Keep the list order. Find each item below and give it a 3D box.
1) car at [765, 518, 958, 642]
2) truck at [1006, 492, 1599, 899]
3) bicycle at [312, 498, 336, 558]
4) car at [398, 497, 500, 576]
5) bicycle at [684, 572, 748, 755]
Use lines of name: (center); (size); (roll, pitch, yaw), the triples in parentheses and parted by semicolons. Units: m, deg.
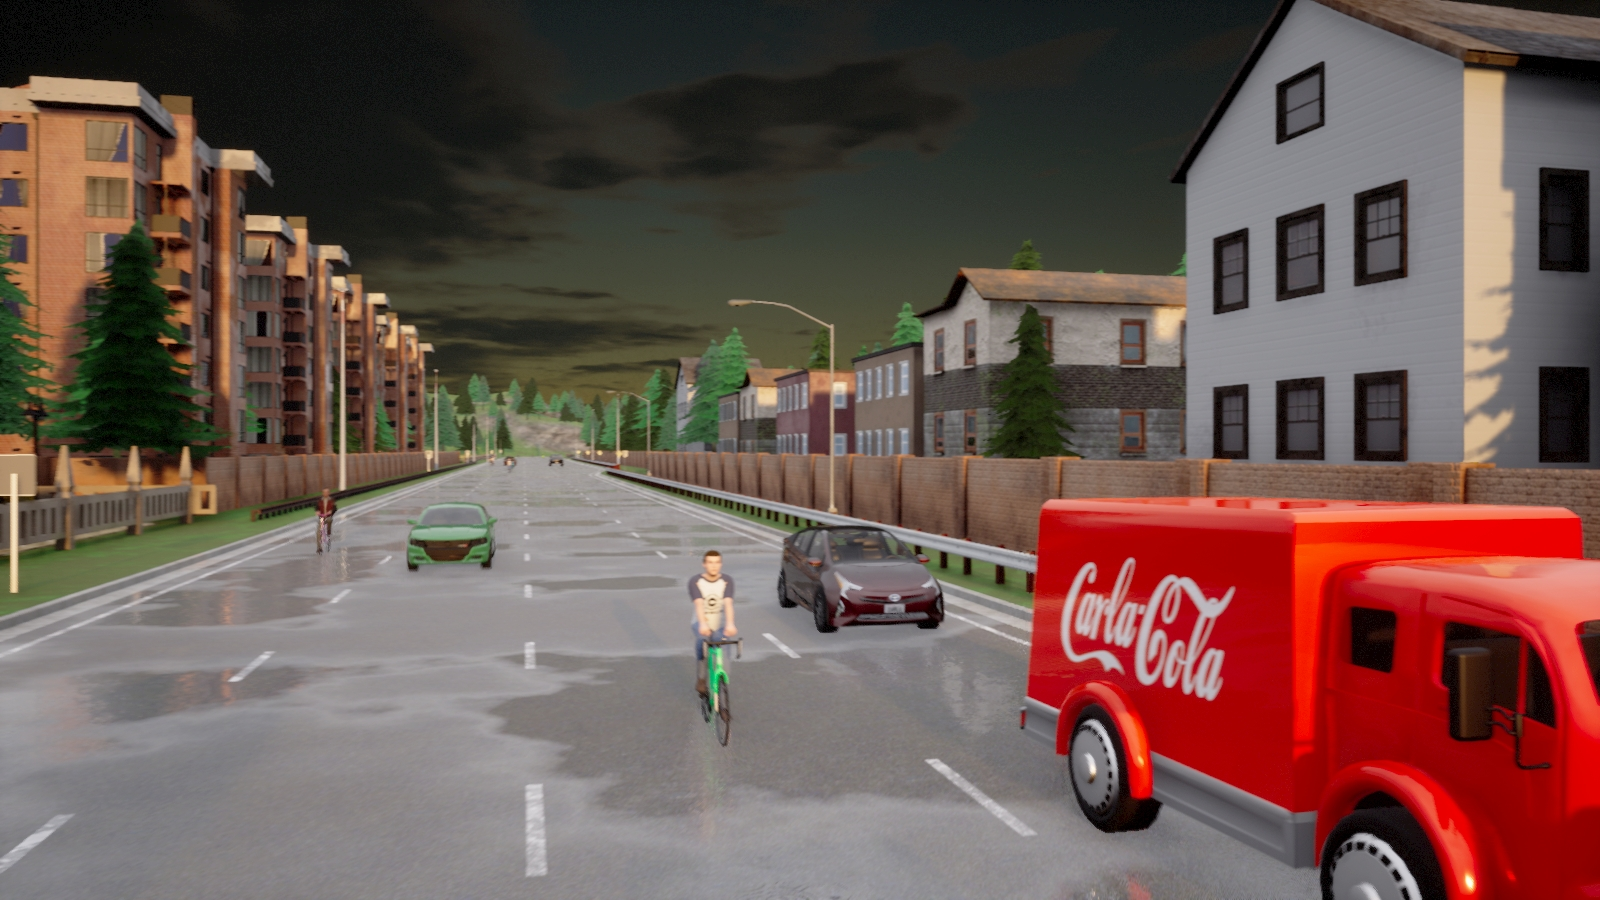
car: (0.870, 2.041, 19.092); (2.007, 1.525, 4.514); (0, 0, -14)
truck: (3.656, 1.581, 7.562); (2.627, 2.467, 5.204); (0, -1, -14)
bicycle: (-12.669, 2.058, 30.443); (0.329, 1.471, 1.835); (0, 0, -14)
car: (-8.512, 2.033, 28.115); (2.097, 1.535, 5.006); (0, 0, -14)
bicycle: (-0.855, 2.056, 11.356); (0.373, 1.496, 1.643); (0, 1, -14)
